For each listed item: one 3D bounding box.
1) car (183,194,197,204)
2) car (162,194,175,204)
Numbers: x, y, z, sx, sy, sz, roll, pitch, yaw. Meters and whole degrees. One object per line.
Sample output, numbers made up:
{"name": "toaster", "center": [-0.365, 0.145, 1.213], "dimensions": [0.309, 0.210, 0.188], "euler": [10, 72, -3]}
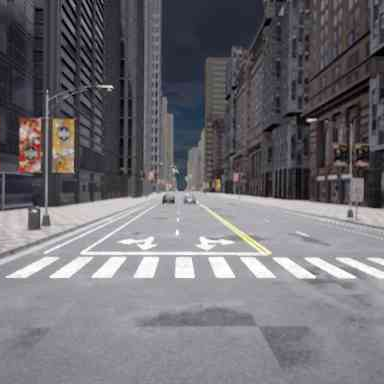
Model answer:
{"name": "car", "center": [-0.376, 1.100, 51.875], "dimensions": [2.128, 1.511, 4.902], "euler": [1, 0, -2]}
{"name": "car", "center": [-3.623, 1.051, 51.760], "dimensions": [1.882, 1.535, 5.008], "euler": [1, 0, -2]}
